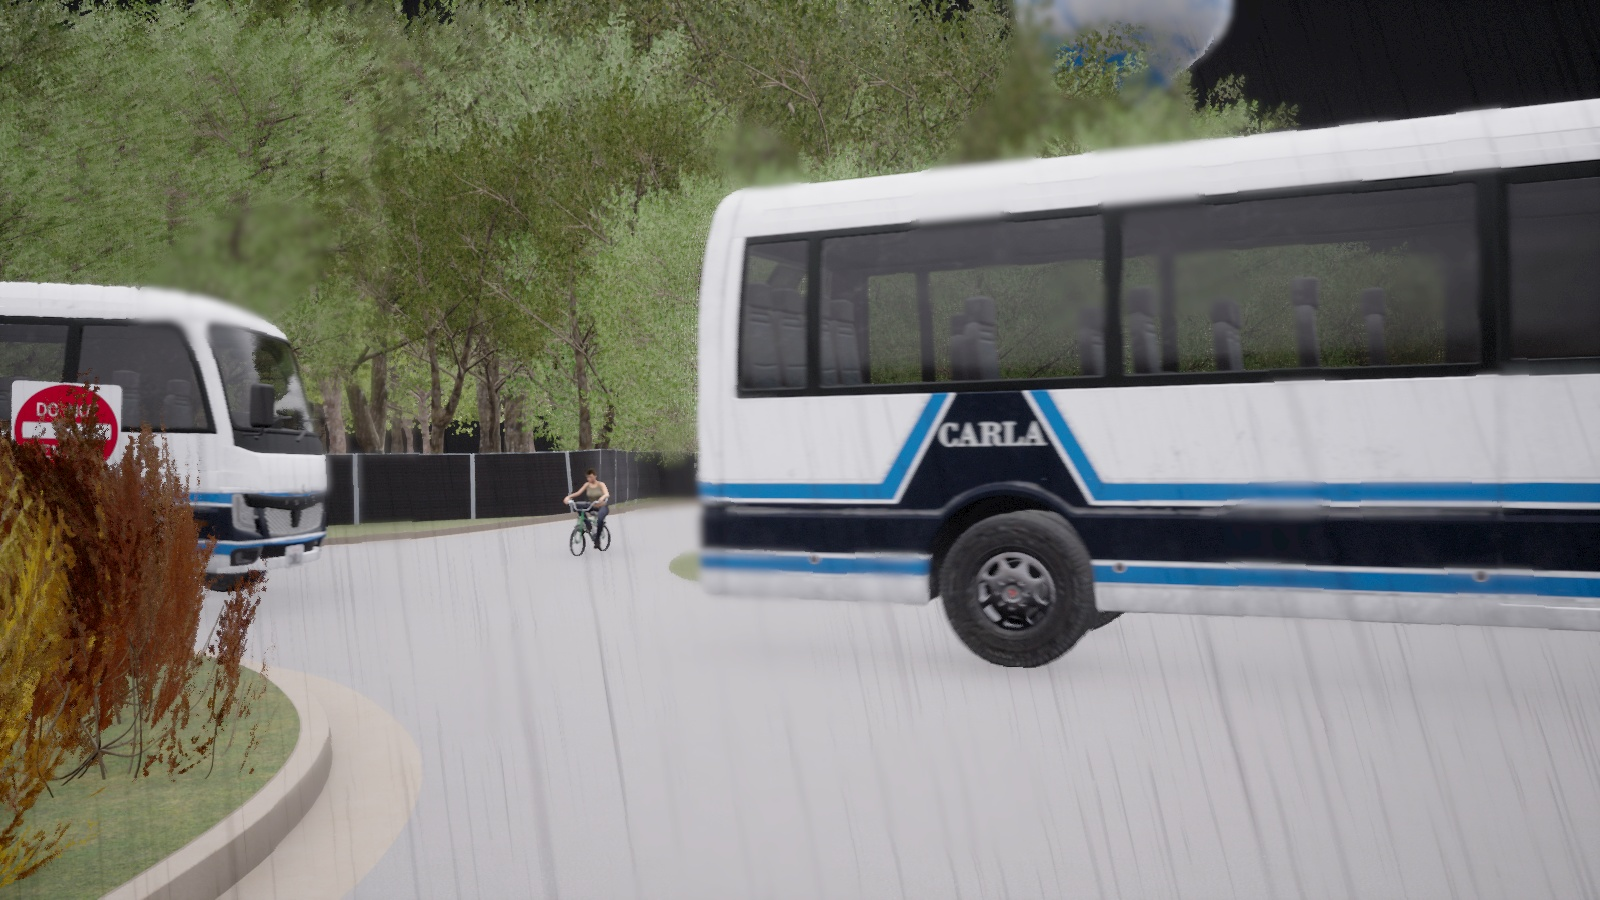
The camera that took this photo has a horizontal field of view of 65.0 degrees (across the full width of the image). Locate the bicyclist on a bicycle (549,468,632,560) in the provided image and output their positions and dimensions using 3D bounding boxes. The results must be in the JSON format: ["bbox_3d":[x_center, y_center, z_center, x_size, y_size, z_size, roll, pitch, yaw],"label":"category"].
[{"bbox_3d":[-3.918,1.181,23.563,0.866,1.612,1.509,-1,1,20],"label":"bicyclist on a bicycle"}]

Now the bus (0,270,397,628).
[{"bbox_3d":[-11.275,-0.031,17.031,10.273,4.253,3.944,1,-1,-1],"label":"bus"}]

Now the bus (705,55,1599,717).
[{"bbox_3d":[4.755,-0.438,10.404,10.273,4.253,3.944,-1,2,24],"label":"bus"}]
